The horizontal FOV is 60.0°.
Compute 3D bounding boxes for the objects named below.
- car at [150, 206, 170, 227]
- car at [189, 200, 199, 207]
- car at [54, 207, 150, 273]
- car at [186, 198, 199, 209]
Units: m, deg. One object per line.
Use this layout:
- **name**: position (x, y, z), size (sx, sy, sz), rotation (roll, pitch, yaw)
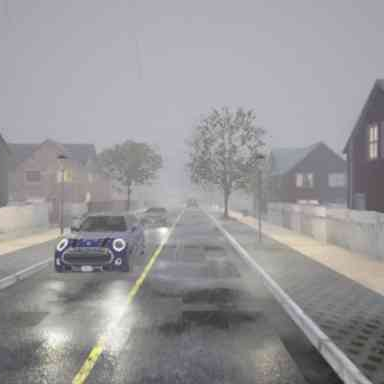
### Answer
- **car**: position (-2.746, 1.829, 25.808), size (1.812, 1.442, 4.674), rotation (0, -1, 0)
- **car**: position (0.428, 2.452, 73.635), size (1.837, 1.490, 4.892), rotation (0, -1, 4)
- **car**: position (-2.830, 1.477, 11.126), size (2.097, 1.767, 4.553), rotation (0, -1, 0)
- **car**: position (0.060, 2.137, 63.236), size (2.150, 2.045, 5.566), rotation (0, -1, 1)
